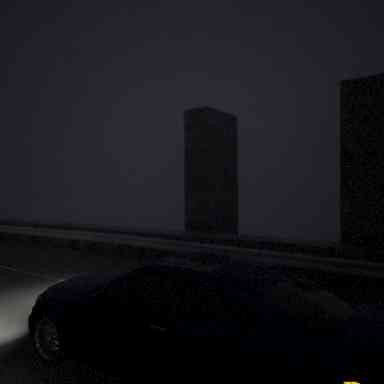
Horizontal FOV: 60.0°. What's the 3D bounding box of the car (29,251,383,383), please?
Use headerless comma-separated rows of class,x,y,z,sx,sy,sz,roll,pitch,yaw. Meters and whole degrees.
car,-0.058,1.485,4.083,4.674,1.442,1.812,0,0,34
